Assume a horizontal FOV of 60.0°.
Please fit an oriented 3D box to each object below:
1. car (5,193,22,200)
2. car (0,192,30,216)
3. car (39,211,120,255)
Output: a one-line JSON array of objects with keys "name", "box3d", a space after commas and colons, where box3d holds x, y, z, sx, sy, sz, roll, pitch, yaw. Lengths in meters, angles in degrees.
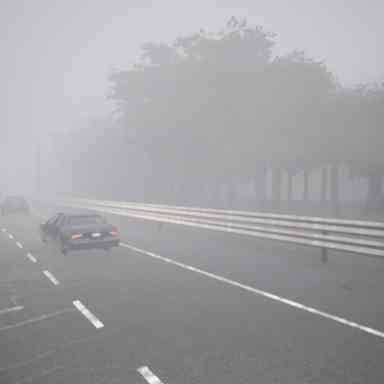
[{"name": "car", "box3d": [-39.426, 0.910, 73.567, 1.882, 1.535, 5.008, 0, 0, -13]}, {"name": "car", "box3d": [-15.871, 1.124, 29.506, 2.097, 1.767, 4.553, 0, 1, -34]}, {"name": "car", "box3d": [-4.573, 1.447, 13.018, 2.033, 1.411, 5.357, 0, 1, -34]}]
